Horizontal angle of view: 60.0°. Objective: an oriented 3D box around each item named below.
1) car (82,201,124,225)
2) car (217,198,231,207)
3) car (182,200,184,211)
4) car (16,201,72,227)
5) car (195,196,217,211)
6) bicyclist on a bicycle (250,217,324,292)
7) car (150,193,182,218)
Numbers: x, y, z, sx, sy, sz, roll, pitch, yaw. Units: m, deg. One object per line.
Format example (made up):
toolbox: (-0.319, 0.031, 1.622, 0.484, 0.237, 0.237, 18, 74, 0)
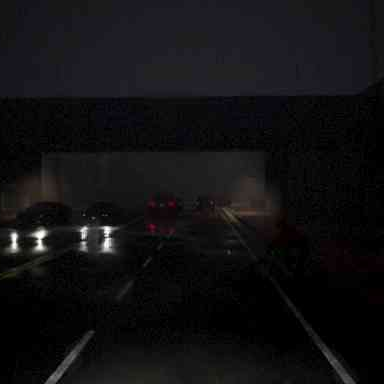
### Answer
car: (-6.186, 1.432, 23.656, 1.837, 1.490, 4.892, 0, 0, 3)
car: (3.997, 1.452, 47.744, 1.895, 1.301, 4.718, 0, 0, 30)
car: (-2.004, 1.441, 38.937, 1.994, 1.385, 4.181, 0, 0, 1)
car: (-9.811, 1.405, 22.424, 1.882, 1.535, 5.008, 0, 0, 2)
car: (1.479, 1.232, 38.309, 2.097, 1.767, 4.553, 0, 0, 2)
bicyclist on a bicycle: (2.103, 1.376, 7.374, 1.656, 1.620, 0.582, -1, 0, 2)
car: (-2.351, 1.128, 29.595, 2.150, 2.045, 5.566, 0, 0, 2)
